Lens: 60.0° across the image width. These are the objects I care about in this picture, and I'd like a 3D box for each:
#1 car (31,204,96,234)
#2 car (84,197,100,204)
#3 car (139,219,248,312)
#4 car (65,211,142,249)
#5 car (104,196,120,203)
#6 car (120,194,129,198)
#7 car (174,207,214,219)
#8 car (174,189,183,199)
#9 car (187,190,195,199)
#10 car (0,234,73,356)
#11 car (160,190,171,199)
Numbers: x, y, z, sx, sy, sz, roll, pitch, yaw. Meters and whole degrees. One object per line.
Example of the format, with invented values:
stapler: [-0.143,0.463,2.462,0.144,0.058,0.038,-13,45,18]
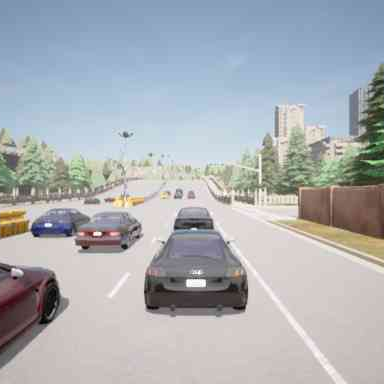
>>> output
car: [-6.912,1.558,18.006,1.994,1.385,4.181,0,0,0]
car: [-17.598,1.546,58.680,1.994,1.385,4.181,0,0,0]
car: [0.091,1.562,7.813,1.994,1.385,4.181,0,0,1]
car: [-3.403,1.543,14.446,2.033,1.411,5.357,0,0,0]
car: [-17.567,1.571,71.474,1.895,1.301,4.718,0,0,0]
car: [-17.658,1.157,86.030,1.895,1.301,4.718,0,2,0]
car: [0.090,1.473,16.803,1.882,1.535,5.008,0,0,0]
car: [-3.663,0.877,86.963,2.097,1.767,4.553,0,3,0]
car: [-0.166,1.045,87.428,1.994,1.385,4.181,0,4,0]
car: [-3.404,1.562,4.470,1.994,1.385,4.181,0,0,0]
car: [-7.164,0.998,86.978,1.882,1.535,5.008,0,3,0]
